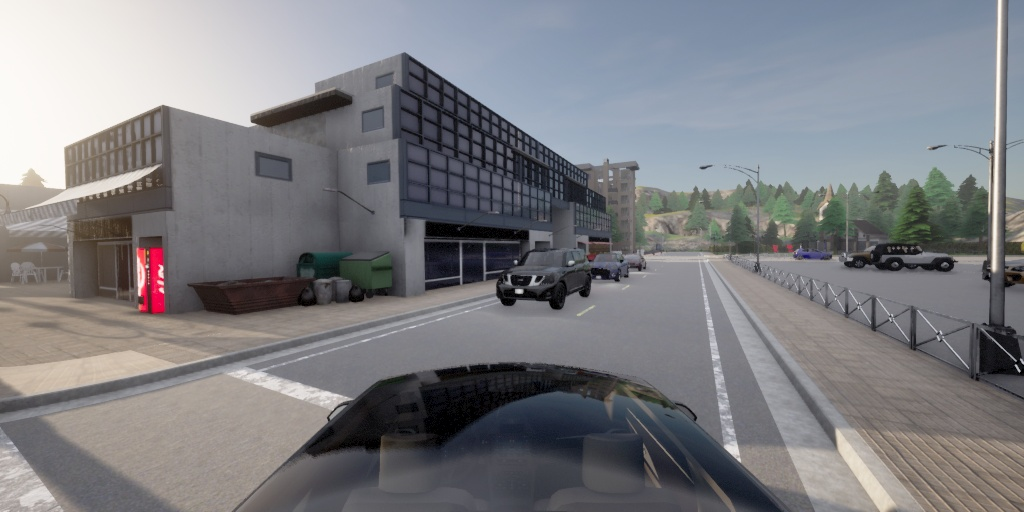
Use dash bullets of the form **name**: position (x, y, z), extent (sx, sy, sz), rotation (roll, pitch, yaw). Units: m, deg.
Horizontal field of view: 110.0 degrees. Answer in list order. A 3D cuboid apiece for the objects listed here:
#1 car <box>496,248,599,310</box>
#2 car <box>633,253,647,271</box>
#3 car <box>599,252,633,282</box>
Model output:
- **car**: position (1.493, 0.710, 13.897), extent (2.150, 2.045, 5.566), rotation (0, 1, 27)
- **car**: position (10.705, 0.507, 31.727), extent (1.812, 1.442, 4.674), rotation (0, 1, 28)
- **car**: position (6.006, 0.592, 22.637), extent (2.097, 1.767, 4.553), rotation (0, 1, 27)
